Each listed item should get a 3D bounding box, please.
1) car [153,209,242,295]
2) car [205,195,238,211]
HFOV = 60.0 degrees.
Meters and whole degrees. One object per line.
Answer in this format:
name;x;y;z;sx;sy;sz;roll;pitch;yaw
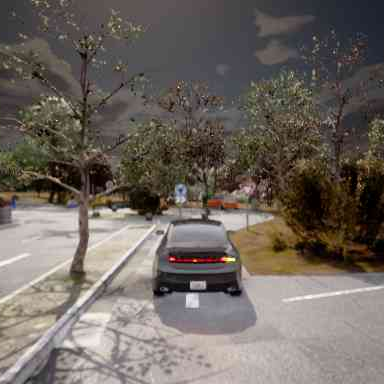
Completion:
car;0.100;1.420;8.481;1.837;1.490;4.892;0;1;0
car;3.249;1.168;37.835;2.097;1.767;4.553;0;0;-24
